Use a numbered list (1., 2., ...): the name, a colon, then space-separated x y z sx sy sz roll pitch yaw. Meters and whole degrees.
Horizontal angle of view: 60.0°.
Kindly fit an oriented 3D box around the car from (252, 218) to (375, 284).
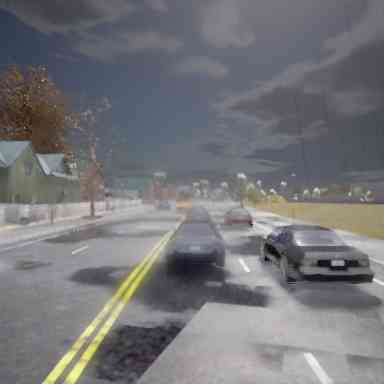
1. car: 3.347 1.695 10.040 2.033 1.411 5.357 0 -1 1

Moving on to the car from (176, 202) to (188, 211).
1. car: -1.557 2.305 54.599 1.882 1.535 5.008 0 -1 4

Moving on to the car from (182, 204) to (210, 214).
1. car: 0.520 1.970 27.385 1.994 1.385 4.181 0 -1 3

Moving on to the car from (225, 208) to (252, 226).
1. car: 3.767 1.967 27.249 1.994 1.385 4.181 0 -1 2

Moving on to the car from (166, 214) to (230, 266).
1. car: 0.157 1.745 12.311 1.994 1.385 4.181 0 -1 1

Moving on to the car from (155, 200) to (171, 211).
1. car: -4.791 2.187 54.946 2.097 1.767 4.553 0 -1 4
